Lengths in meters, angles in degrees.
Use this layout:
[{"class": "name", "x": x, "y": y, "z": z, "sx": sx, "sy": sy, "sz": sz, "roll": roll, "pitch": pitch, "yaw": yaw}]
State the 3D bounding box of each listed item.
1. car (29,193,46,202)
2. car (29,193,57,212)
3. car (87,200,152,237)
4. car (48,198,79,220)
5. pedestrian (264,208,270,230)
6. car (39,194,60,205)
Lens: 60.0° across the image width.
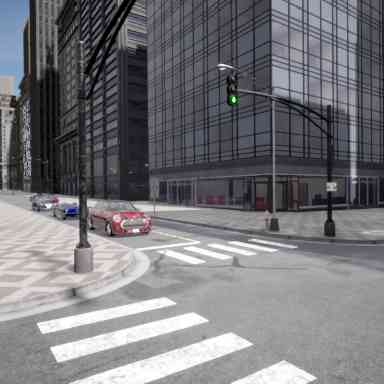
[{"class": "car", "x": -26.107, "y": 0.883, "z": 56.059, "sx": 1.837, "sy": 1.490, "sz": 4.892, "roll": -1, "pitch": 1, "yaw": -34}, {"class": "car", "x": -15.427, "y": 1.179, "z": 34.672, "sx": 2.128, "sy": 1.511, "sz": 4.902, "roll": -1, "pitch": 1, "yaw": -34}, {"class": "car", "x": -3.927, "y": 1.234, "z": 17.701, "sx": 2.097, "sy": 1.767, "sz": 4.553, "roll": -1, "pitch": 1, "yaw": -34}, {"class": "car", "x": -9.605, "y": 1.390, "z": 26.081, "sx": 1.895, "sy": 1.301, "sz": 4.718, "roll": -1, "pitch": 1, "yaw": -34}, {"class": "pedestrian", "x": 3.897, "y": 1.374, "z": 17.288, "sx": 0.500, "sy": 1.100, "sz": 0.500, "roll": 0, "pitch": 0, "yaw": -34}, {"class": "car", "x": -20.554, "y": 1.063, "z": 47.894, "sx": 1.994, "sy": 1.385, "sz": 4.181, "roll": -1, "pitch": 1, "yaw": -34}]
